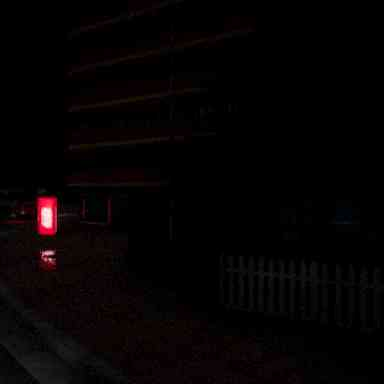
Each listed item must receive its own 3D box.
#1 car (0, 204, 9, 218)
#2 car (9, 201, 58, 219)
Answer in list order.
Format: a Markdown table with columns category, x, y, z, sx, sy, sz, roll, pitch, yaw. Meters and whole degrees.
| category | x | y | z | sx | sy | sz | roll | pitch | yaw |
| --- | --- | --- | --- | --- | --- | --- | --- | --- | --- |
| car | -17.466 | 1.532 | 28.461 | 1.882 | 1.535 | 5.008 | 0 | 0 | -1 |
| car | -13.935 | 1.557 | 30.126 | 1.882 | 1.535 | 5.008 | 0 | 0 | 2 |
